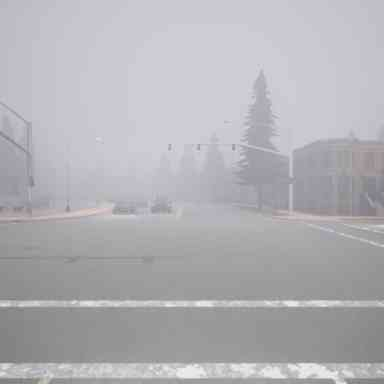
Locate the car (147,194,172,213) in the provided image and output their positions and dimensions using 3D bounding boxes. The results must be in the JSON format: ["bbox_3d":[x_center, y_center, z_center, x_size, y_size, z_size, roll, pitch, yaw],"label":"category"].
[{"bbox_3d":[-3.288,1.345,36.134,2.097,1.767,4.553,0,0,-1],"label":"car"}]

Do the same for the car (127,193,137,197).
[{"bbox_3d":[-12.001,1.281,68.290,2.150,2.045,5.566,1,0,-38],"label":"car"}]

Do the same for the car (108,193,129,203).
[{"bbox_3d":[-15.215,1.469,66.709,1.882,1.535,5.008,0,0,-38],"label":"car"}]

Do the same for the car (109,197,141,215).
[{"bbox_3d":[-6.753,1.554,33.912,1.994,1.385,4.181,0,0,-1],"label":"car"}]

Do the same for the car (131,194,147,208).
[{"bbox_3d":[-7.605,1.466,49.176,1.882,1.535,5.008,0,0,-12],"label":"car"}]
